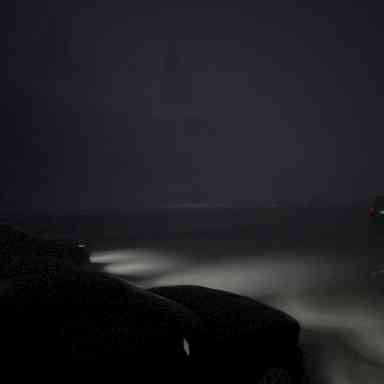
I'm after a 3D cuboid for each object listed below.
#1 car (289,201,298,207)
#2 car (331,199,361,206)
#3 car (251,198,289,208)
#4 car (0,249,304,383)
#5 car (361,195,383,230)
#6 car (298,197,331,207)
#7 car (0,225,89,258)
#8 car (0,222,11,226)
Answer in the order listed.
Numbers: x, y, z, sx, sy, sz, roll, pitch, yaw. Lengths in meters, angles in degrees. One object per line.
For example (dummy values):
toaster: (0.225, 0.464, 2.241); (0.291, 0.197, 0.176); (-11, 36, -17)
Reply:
car: (14.270, 1.429, 39.206); (4.892, 1.490, 1.837); (0, 0, -22)
car: (16.573, 1.429, 32.584); (4.902, 1.511, 2.128); (0, 0, -22)
car: (9.947, 1.467, 41.204); (5.357, 1.411, 2.033); (0, 0, -24)
car: (-1.105, 1.471, 2.866); (5.008, 1.535, 1.882); (0, 0, -35)
car: (12.667, 1.185, 19.096); (5.566, 2.045, 2.150); (0, 0, -27)
car: (14.015, 1.533, 35.337); (4.718, 1.301, 1.895); (0, 0, -23)
car: (-4.158, 1.481, 4.978); (4.902, 1.511, 2.128); (0, 0, -35)
car: (-5.062, 1.507, 8.623); (4.674, 1.442, 1.812); (0, 0, -35)
